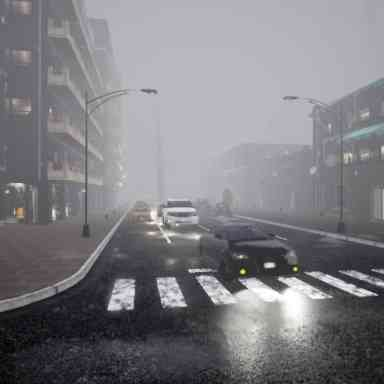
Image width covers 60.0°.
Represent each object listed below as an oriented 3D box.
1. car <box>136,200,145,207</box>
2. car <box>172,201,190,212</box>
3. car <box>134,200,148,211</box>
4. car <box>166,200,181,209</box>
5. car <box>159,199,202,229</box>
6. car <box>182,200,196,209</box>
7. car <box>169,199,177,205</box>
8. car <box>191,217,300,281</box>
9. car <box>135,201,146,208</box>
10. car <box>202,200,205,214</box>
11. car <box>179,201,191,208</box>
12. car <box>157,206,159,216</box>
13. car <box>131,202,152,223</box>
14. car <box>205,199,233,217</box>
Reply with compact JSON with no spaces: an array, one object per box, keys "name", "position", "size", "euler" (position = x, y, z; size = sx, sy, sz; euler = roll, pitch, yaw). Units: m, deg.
[{"name":"car","position":[-10.610,2.369,68.587],"size":[1.887,1.381,4.507],"euler":[-1,-1,-9]},{"name":"car","position":[-1.735,2.087,49.659],"size":[2.128,1.511,4.902],"euler":[0,-1,-9]},{"name":"car","position":[-7.949,2.059,51.767],"size":[1.967,1.590,4.097],"euler":[-1,-1,-9]},{"name":"car","position":[-3.353,2.211,59.828],"size":[2.128,1.511,4.902],"euler":[0,-1,-9]},{"name":"car","position":[-0.974,1.512,24.438],"size":[2.150,2.045,5.566],"euler":[0,-1,-9]},{"name":"car","position":[-0.577,2.234,58.827],"size":[1.752,1.417,4.829],"euler":[-1,-1,-9]},{"name":"car","position":[-5.023,2.580,86.861],"size":[1.752,1.417,4.829],"euler":[-1,-1,-9]},{"name":"car","position":[1.501,1.676,10.228],"size":[1.994,1.385,4.181],"euler":[0,-1,-13]},{"name":"car","position":[-9.720,2.322,62.980],"size":[1.947,1.339,4.313],"euler":[-1,-1,-9]},{"name":"car","position":[2.118,2.084,41.837],"size":[1.802,1.307,4.206],"euler":[-1,-1,-9]},{"name":"car","position":[-1.439,2.358,64.265],"size":[1.802,1.307,4.206],"euler":[-1,-1,-9]},{"name":"car","position":[-2.687,1.897,35.326],"size":[1.882,1.535,5.008],"euler":[0,-1,-9]},{"name":"car","position":[-4.432,1.869,29.160],"size":[1.752,1.417,4.829],"euler":[-1,-1,-9]},{"name":"car","position":[3.027,1.874,36.237],"size":[1.967,1.590,4.097],"euler":[-1,-1,-9]}]
